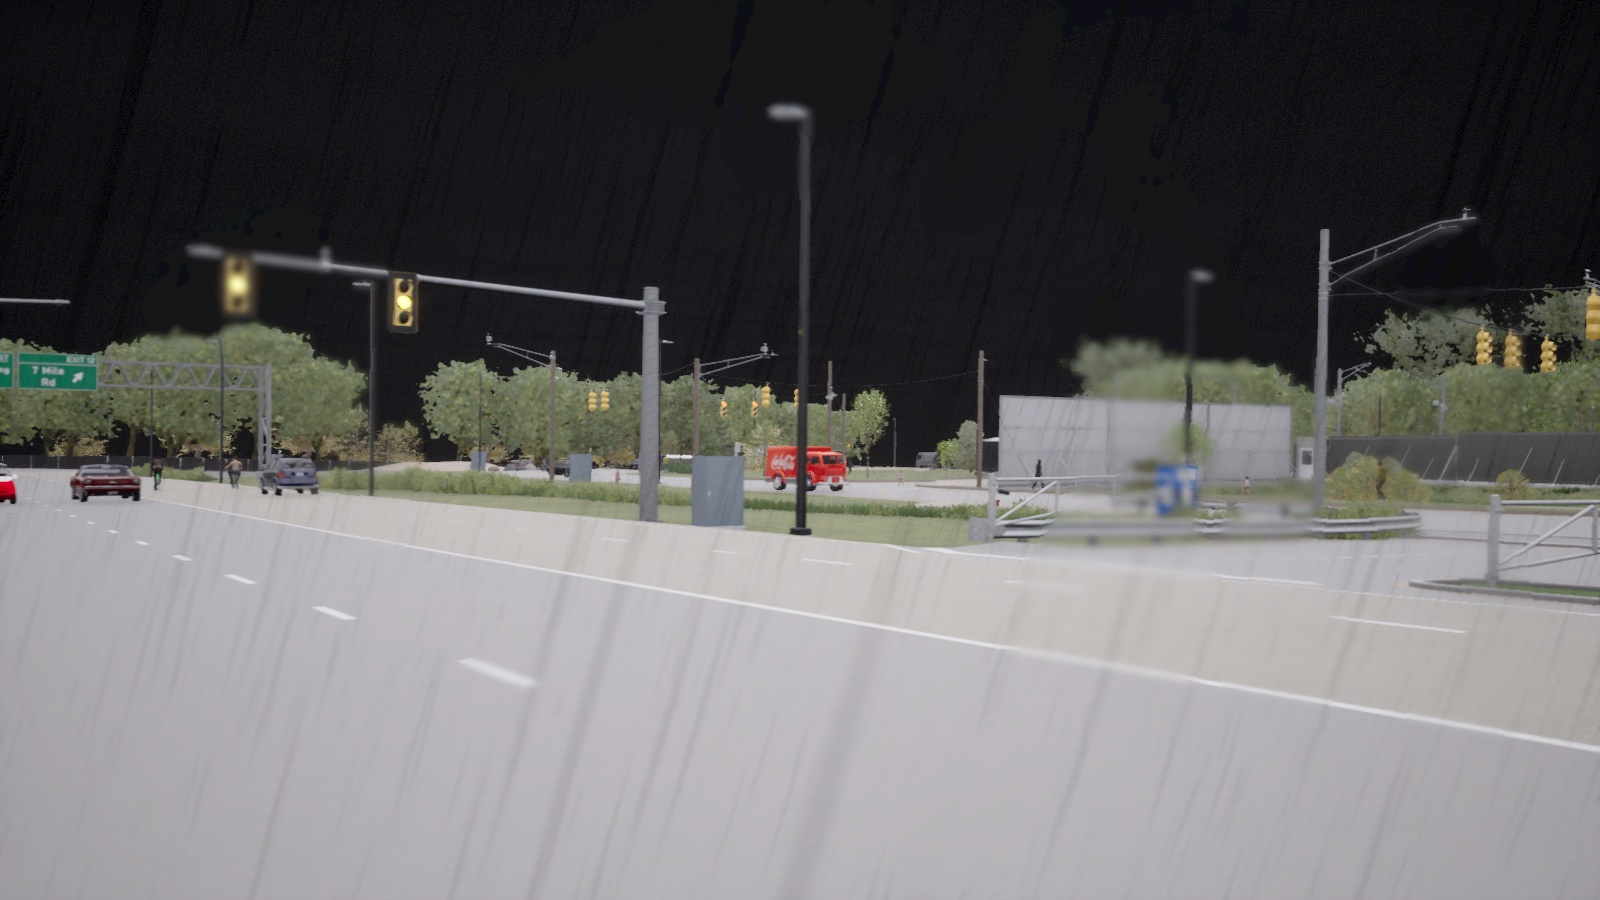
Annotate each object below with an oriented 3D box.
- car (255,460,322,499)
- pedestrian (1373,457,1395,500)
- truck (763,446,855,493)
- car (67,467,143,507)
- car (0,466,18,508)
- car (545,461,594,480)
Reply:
[{"bbox_3d":[-21.085,1.176,51.719,1.789,1.549,3.705,0,0,-35],"label":"car"},{"bbox_3d":[25.501,1.228,54.846,0.370,1.835,0.726,0,1,-36],"label":"pedestrian"},{"bbox_3d":[0.445,1.035,69.329,2.627,2.467,5.204,0,0,-34],"label":"truck"},{"bbox_3d":[-24.952,1.281,45.023,1.895,1.301,4.718,0,0,-35],"label":"car"},{"bbox_3d":[-26.986,1.229,41.818,1.481,1.376,2.207,0,0,-35],"label":"car"},{"bbox_3d":[-17.494,1.533,95.127,1.895,1.301,4.718,0,0,-33],"label":"car"}]
